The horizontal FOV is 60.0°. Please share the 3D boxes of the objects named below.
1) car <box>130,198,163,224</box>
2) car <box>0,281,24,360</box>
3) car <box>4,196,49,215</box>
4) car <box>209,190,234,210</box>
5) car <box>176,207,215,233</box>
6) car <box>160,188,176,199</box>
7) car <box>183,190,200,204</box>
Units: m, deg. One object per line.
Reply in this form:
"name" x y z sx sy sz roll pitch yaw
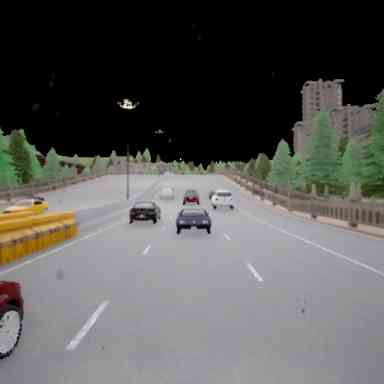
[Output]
"car" -3.438 1.459 25.086 1.882 1.535 5.008 0 1 0
"car" -3.399 1.477 2.902 1.882 1.535 5.008 0 0 0
"car" -14.054 1.400 28.514 1.882 1.535 5.008 0 1 0
"car" 3.397 0.783 37.508 2.150 2.045 5.566 0 3 0
"car" 0.085 1.598 19.633 1.895 1.301 4.718 0 0 0
"car" -3.589 0.113 49.530 1.812 1.442 4.674 0 6 0
"car" -0.090 0.513 43.308 2.097 1.767 4.553 0 5 0
